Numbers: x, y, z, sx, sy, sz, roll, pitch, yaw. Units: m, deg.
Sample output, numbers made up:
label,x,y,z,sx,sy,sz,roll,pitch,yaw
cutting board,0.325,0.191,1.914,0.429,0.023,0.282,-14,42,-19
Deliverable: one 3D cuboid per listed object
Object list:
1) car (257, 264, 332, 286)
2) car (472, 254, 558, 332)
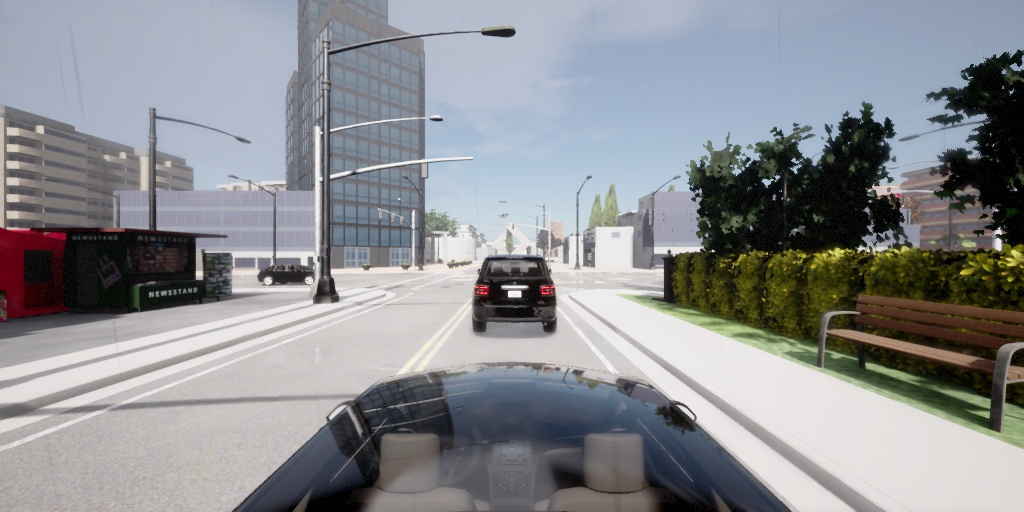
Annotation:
label,x,y,z,sx,sy,sz,roll,pitch,yaw
car,-15.716,1.353,26.066,4.892,1.490,1.837,-1,0,0
car,0.080,0.971,10.953,2.150,2.045,5.566,0,0,0
